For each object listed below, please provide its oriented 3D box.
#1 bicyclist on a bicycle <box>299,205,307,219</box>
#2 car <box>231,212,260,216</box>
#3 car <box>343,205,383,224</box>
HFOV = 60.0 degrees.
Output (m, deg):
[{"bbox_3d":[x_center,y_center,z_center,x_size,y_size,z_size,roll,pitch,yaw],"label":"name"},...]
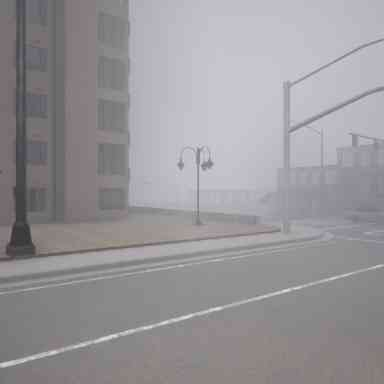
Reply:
[{"bbox_3d":[13.543,2.460,40.664,1.656,1.620,0.582,0,-8,-35],"label":"bicyclist on a bicycle"},{"bbox_3d":[4.817,2.741,34.049,1.895,1.301,4.718,0,-9,-36],"label":"car"},{"bbox_3d":[12.917,1.577,22.551,1.895,1.301,4.718,0,-1,-30],"label":"car"}]
